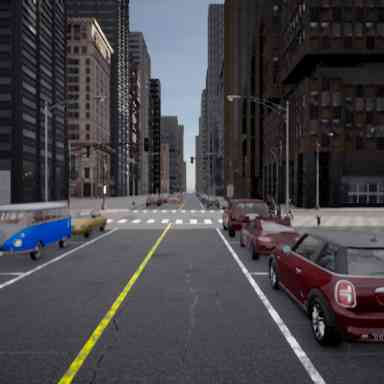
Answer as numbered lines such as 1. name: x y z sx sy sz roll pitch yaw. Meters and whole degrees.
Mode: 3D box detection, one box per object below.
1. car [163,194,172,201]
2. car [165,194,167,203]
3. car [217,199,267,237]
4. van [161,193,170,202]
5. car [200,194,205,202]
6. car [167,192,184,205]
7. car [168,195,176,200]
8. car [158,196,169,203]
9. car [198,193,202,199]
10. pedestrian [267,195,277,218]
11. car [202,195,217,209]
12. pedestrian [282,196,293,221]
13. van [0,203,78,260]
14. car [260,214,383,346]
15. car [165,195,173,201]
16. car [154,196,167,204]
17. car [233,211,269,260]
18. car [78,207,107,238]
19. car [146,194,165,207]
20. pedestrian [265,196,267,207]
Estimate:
1. car: -5.721 1.326 78.506 1.967 1.590 4.097 0 0 0
2. car: -5.733 1.353 55.945 1.967 1.590 4.097 0 0 0
3. car: 2.770 1.285 17.693 2.192 1.841 5.009 0 0 0
4. van: -5.724 1.233 72.866 1.690 1.788 3.998 0 0 0
5. car: 2.792 1.463 55.949 2.008 1.369 4.403 0 0 0
6. car: -3.036 1.261 57.825 2.097 1.767 4.553 0 0 0
7. car: -5.711 1.437 95.429 1.947 1.339 4.313 0 0 0
8. car: -5.727 1.480 67.225 1.802 1.307 4.206 0 0 0
9. car: 2.801 1.332 72.870 1.967 1.590 4.097 0 0 0
10. pedestrian: 5.657 1.100 23.337 0.375 1.860 0.375 0 0 0
11. car: 2.786 1.479 44.667 2.008 1.369 4.403 0 0 0
12. pedestrian: 6.863 1.100 23.936 0.375 1.860 0.375 0 0 0
13. van: -5.758 1.320 12.011 1.690 1.788 3.998 0 0 0
14. car: 2.764 1.429 6.338 1.967 1.590 4.097 0 0 0
15. car: -5.717 1.405 83.977 1.752 1.417 4.829 0 0 0
16. car: -5.730 1.471 61.585 1.947 1.339 4.313 0 0 0
17. car: 2.767 1.561 12.016 1.802 1.307 4.206 0 0 0
18. car: -5.755 1.495 17.518 1.752 1.417 4.829 0 0 0
19. car: -5.737 1.235 50.303 2.192 1.841 5.009 0 0 0
20. pedestrian: 5.622 1.102 24.536 0.375 1.860 0.375 0 0 0
